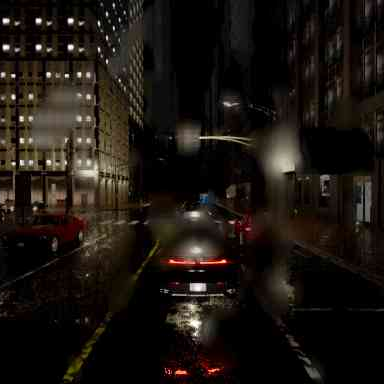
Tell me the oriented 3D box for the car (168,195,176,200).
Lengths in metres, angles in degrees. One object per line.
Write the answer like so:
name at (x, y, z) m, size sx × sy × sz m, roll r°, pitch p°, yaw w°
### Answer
car at (-5.564, 1.533, 92.674) m, size 1.947 × 1.339 × 4.313 m, roll 0°, pitch 0°, yaw 0°

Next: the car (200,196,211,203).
car at (2.784, 1.534, 69.874) m, size 2.008 × 1.369 × 4.403 m, roll 0°, pitch 0°, yaw 0°

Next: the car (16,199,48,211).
car at (-18.470, 1.499, 37.262) m, size 4.403 × 1.369 × 2.008 m, roll 0°, pitch 0°, yaw 1°

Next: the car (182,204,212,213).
car at (0.125, 1.562, 17.411) m, size 1.994 × 1.385 × 4.181 m, roll 0°, pitch 0°, yaw 0°

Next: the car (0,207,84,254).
car at (-5.806, 1.543, 13.523) m, size 1.887 × 1.381 × 4.507 m, roll 0°, pitch 0°, yaw 0°

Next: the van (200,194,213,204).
van at (2.766, 1.329, 58.481) m, size 1.690 × 1.788 × 3.998 m, roll 0°, pitch 0°, yaw 0°

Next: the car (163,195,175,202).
car at (-5.588, 1.524, 75.583) m, size 1.887 × 1.381 × 4.507 m, roll 0°, pitch 0°, yaw 0°

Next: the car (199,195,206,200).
car at (2.816, 1.550, 92.661) m, size 1.802 × 1.307 × 4.206 m, roll 0°, pitch 0°, yaw 0°

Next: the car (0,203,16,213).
car at (-18.569, 1.308, 28.881) m, size 5.009 × 1.841 × 2.192 m, roll 0°, pitch 0°, yaw 1°

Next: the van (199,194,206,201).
van at (2.807, 1.313, 86.965) m, size 1.690 × 1.788 × 3.998 m, roll 0°, pitch 0°, yaw 0°

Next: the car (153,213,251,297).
car at (0.111, 1.504, 8.535) m, size 1.837 × 1.490 × 4.892 m, roll 0°, pitch 0°, yaw 0°

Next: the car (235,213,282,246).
car at (2.835, 1.580, 14.888) m, size 1.802 × 1.307 × 4.206 m, roll 0°, pitch 0°, yaw 0°
